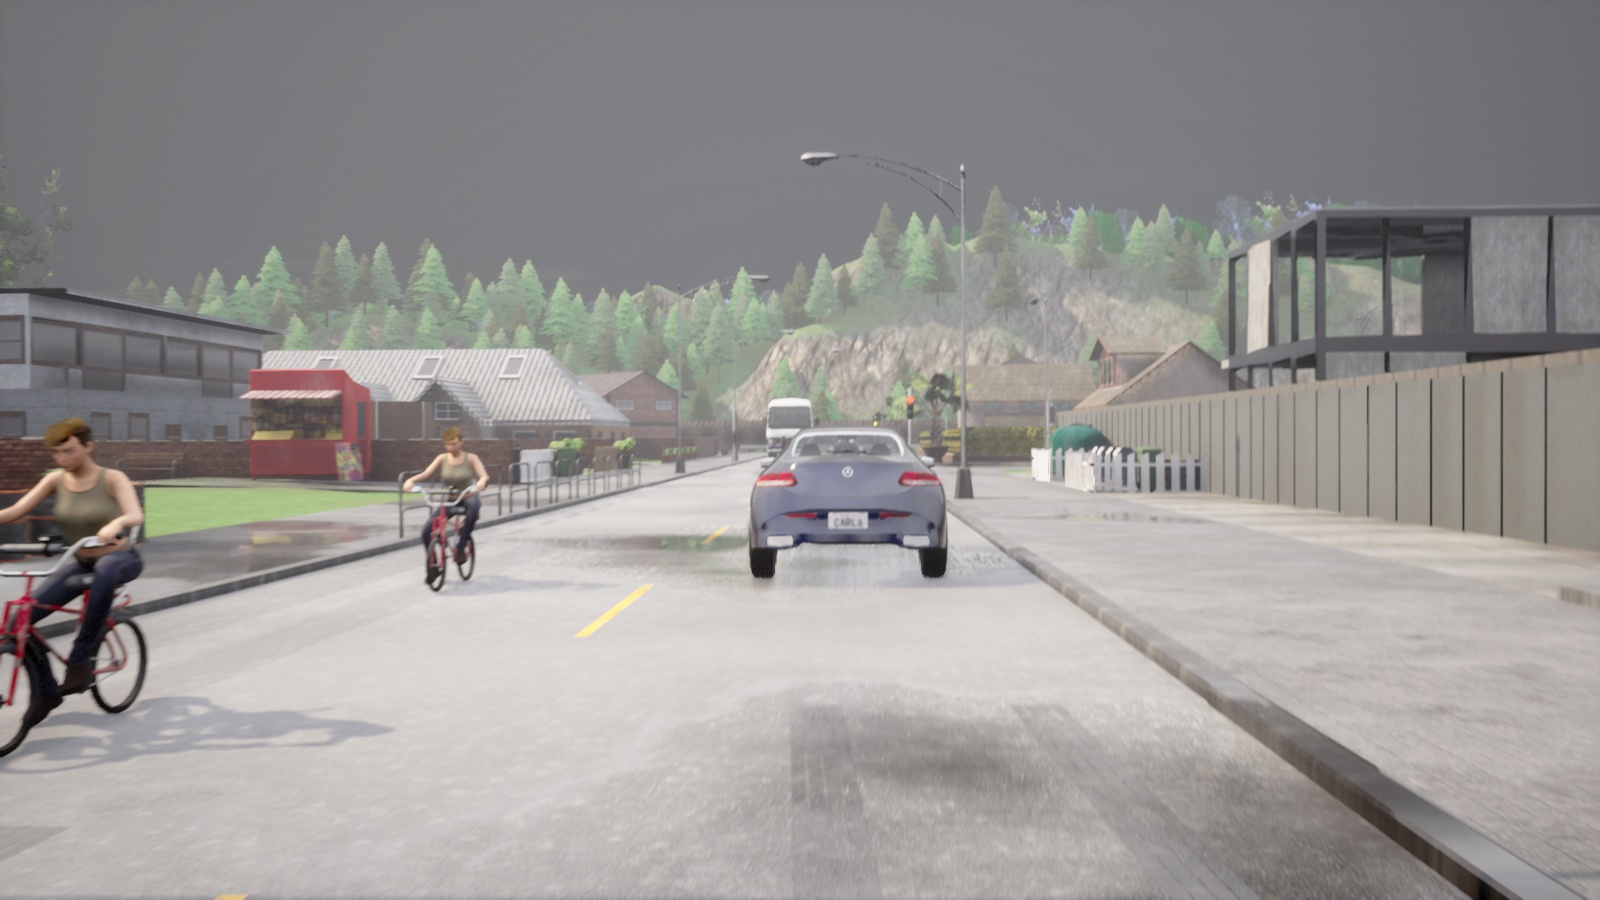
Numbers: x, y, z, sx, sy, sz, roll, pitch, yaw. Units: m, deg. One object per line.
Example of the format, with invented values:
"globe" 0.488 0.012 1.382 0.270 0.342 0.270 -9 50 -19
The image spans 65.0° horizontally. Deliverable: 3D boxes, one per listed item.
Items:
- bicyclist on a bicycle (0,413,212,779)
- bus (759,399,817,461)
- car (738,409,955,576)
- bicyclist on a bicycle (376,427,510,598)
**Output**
"bicyclist on a bicycle" -3.758 0.638 6.301 0.866 1.612 1.509 0 0 2
"bus" -0.763 -1.395 91.648 3.944 4.253 10.273 0 0 1
"car" 0.549 0.401 15.010 2.152 1.651 5.027 0 0 2
"bicyclist on a bicycle" -3.538 0.585 12.589 0.866 1.612 1.509 0 0 2
